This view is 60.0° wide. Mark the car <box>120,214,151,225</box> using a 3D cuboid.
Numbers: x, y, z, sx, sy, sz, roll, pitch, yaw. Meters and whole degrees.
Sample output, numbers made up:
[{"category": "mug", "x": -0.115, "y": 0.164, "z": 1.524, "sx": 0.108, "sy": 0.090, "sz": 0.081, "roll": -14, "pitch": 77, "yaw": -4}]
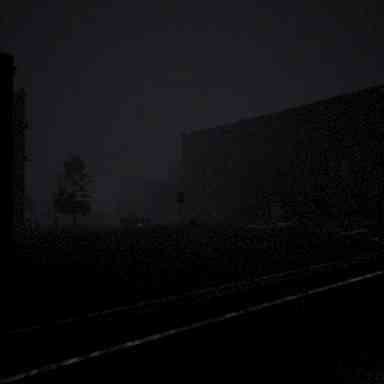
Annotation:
[{"category": "car", "x": -7.030, "y": 3.426, "z": 41.024, "sx": 2.033, "sy": 1.411, "sz": 5.357, "roll": 0, "pitch": -5, "yaw": -36}]
